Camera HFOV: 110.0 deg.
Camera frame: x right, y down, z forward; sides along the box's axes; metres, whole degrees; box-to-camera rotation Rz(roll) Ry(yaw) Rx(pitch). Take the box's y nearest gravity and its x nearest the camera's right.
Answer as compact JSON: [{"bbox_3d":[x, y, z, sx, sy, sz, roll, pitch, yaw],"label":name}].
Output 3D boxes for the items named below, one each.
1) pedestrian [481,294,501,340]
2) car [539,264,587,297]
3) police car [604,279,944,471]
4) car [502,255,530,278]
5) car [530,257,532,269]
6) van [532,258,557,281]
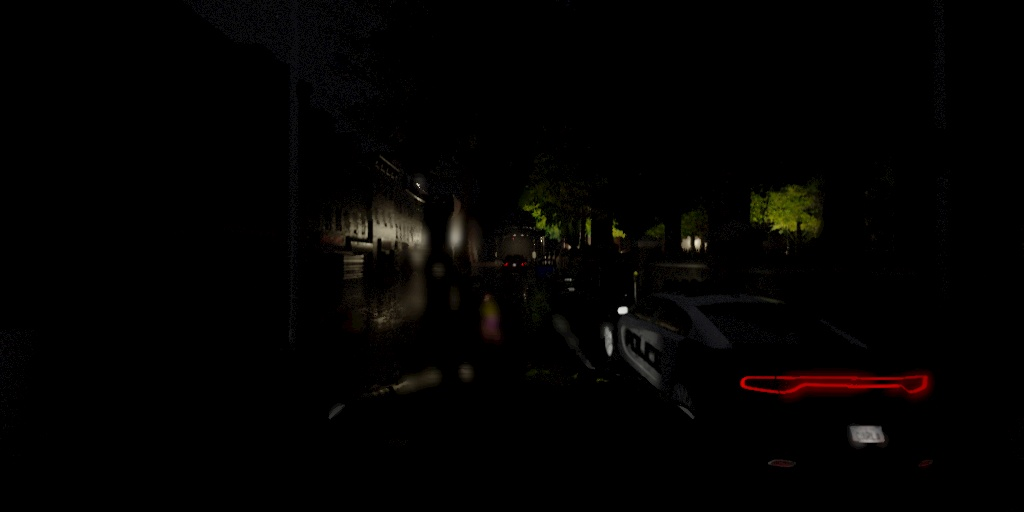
[{"bbox_3d":[-0.466,1.415,8.391,0.500,1.100,0.500,1,-1,0],"label":"pedestrian"},{"bbox_3d":[2.716,1.282,18.478,2.007,1.370,4.403,0,0,0],"label":"car"},{"bbox_3d":[2.764,1.170,5.361,1.930,1.638,5.238,0,0,0],"label":"police car"},{"bbox_3d":[0.239,0.937,33.344,2.150,2.045,5.566,0,-1,0],"label":"car"},{"bbox_3d":[2.877,1.256,51.344,1.751,1.417,4.829,0,0,0],"label":"car"},{"bbox_3d":[2.770,1.067,29.377,1.690,1.789,3.998,0,0,0],"label":"van"}]
